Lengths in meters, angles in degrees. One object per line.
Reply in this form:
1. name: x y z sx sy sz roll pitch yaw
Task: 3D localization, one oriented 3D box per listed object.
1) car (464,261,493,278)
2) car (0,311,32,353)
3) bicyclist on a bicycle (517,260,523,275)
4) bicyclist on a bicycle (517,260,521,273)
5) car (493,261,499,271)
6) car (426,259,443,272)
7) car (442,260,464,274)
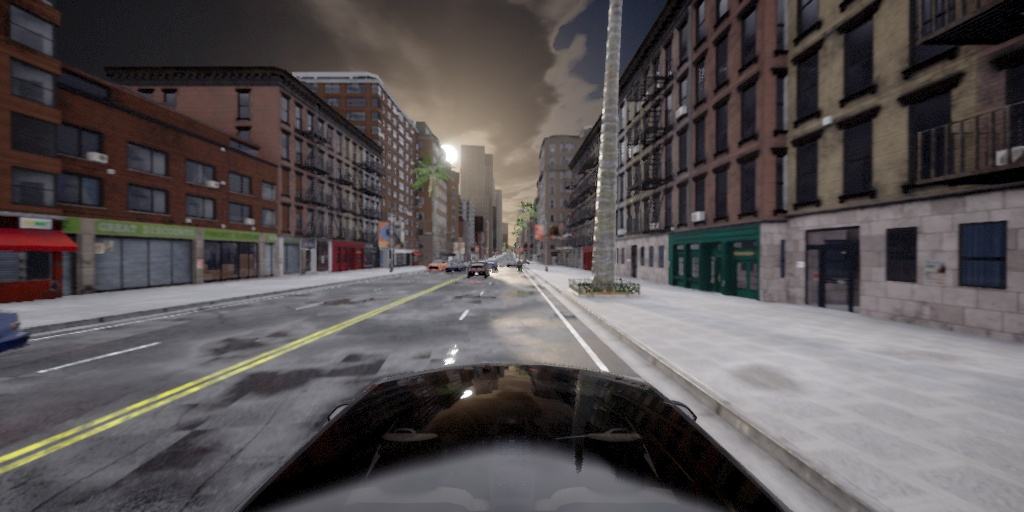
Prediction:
1. car: -3.143 1.313 34.332 1.837 1.490 4.892 0 0 0
2. car: -9.850 1.298 4.171 2.033 1.411 5.357 0 0 0
3. bicyclist on a bicycle: 0.902 1.275 37.635 0.582 1.620 1.656 0 -1 0
4. bicyclist on a bicycle: 0.904 1.312 46.648 0.582 1.620 1.656 0 -1 0
5. car: -3.139 1.416 53.643 1.812 1.442 4.674 0 0 0
6. car: -9.811 1.213 47.189 2.097 1.767 4.553 0 0 0
7. car: -6.578 1.441 42.167 1.895 1.301 4.718 0 0 0
